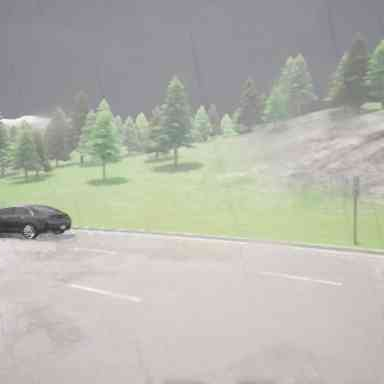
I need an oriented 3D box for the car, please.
[{"bbox_3d":[-8.051,1.349,15.793,4.892,1.490,1.837,0,-1,21],"label":"car"}]
